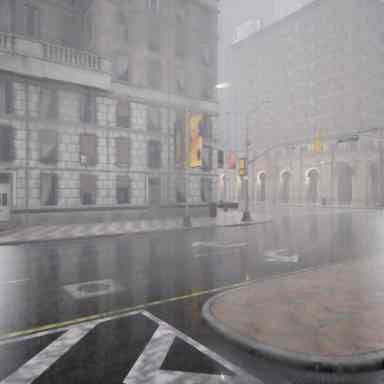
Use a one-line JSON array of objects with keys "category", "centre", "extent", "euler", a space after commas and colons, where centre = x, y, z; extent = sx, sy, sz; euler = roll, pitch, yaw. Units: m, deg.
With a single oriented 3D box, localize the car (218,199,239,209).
[{"category": "car", "centre": [4.039, 1.601, 43.919], "extent": [1.895, 1.301, 4.718], "euler": [0, 0, -36]}]
